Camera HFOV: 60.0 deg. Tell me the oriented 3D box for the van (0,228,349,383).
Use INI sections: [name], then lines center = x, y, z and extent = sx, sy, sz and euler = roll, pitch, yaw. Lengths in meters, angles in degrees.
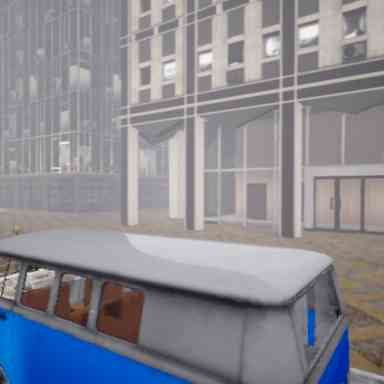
[van]
center = -0.595, 1.334, 3.260
extent = 3.998, 1.788, 1.690
euler = 0, 1, 34
